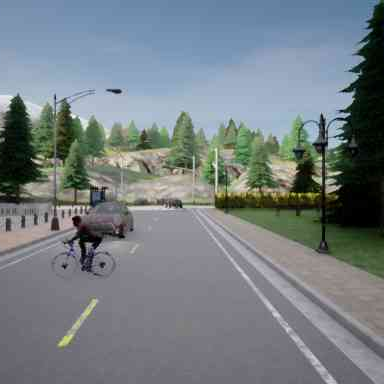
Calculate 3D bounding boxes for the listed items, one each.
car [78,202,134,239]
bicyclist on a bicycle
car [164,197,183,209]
[{"bbox_3d":[-4.293,1.355,17.205,2.097,1.767,4.553,0,0,-2],"label":"car"},{"bbox_3d":[-2.854,1.453,8.734,1.656,1.620,0.582,-1,0,-3],"label":"bicyclist on a bicycle"},{"bbox_3d":[-2.577,1.510,45.797,1.837,1.490,4.892,0,0,-15],"label":"car"}]
